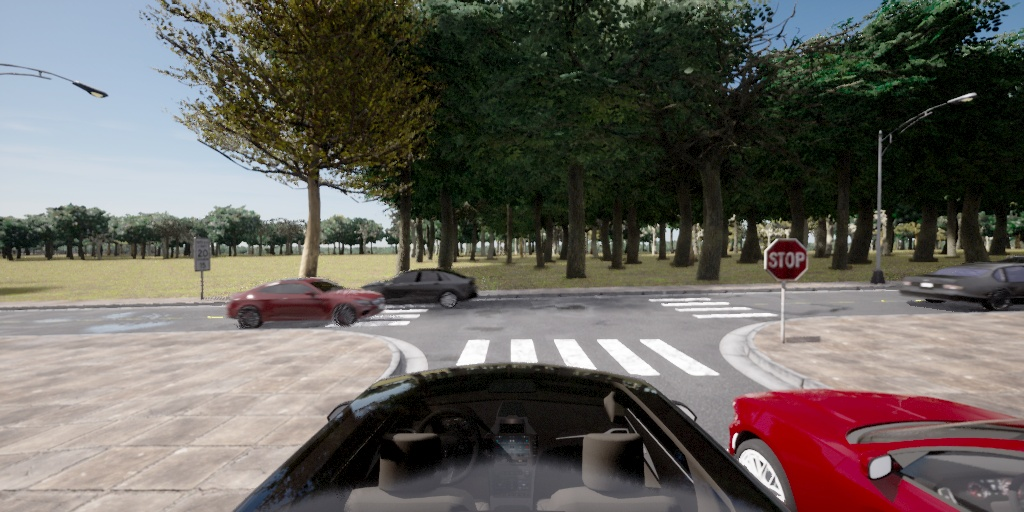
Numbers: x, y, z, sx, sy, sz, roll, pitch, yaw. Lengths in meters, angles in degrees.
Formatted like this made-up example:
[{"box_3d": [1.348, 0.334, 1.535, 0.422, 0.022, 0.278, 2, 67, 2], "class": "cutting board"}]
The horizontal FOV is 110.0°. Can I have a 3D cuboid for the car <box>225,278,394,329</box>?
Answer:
[{"box_3d": [-6.559, 1.430, 11.576, 4.674, 1.442, 1.812, -1, 1, 0], "class": "car"}]

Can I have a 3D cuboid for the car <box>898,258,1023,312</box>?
[{"box_3d": [15.935, 0.929, 11.618, 5.357, 1.411, 2.033, -1, 1, 0], "class": "car"}]

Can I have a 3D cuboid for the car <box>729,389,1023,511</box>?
[{"box_3d": [2.638, 1.294, 1.152, 1.888, 1.381, 4.507, 0, 0, 0], "class": "car"}]

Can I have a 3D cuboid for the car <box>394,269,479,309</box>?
[{"box_3d": [-3.808, 1.298, 14.530, 4.892, 1.490, 1.837, -1, 1, 0], "class": "car"}]

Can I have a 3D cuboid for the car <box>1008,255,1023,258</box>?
[{"box_3d": [21.317, 0.691, 14.576, 5.008, 1.535, 1.882, -1, 1, 0], "class": "car"}]
